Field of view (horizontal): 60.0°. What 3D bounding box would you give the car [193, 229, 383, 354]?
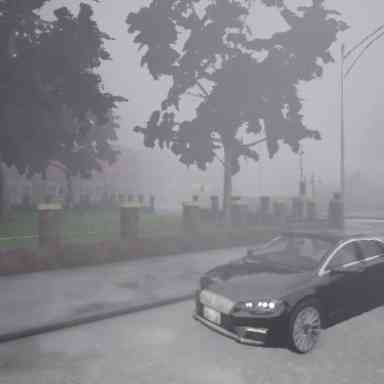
[{"bbox_3d":[2.291,1.499,6.190,4.902,1.511,2.128,0,0,-35],"label":"car"}]
